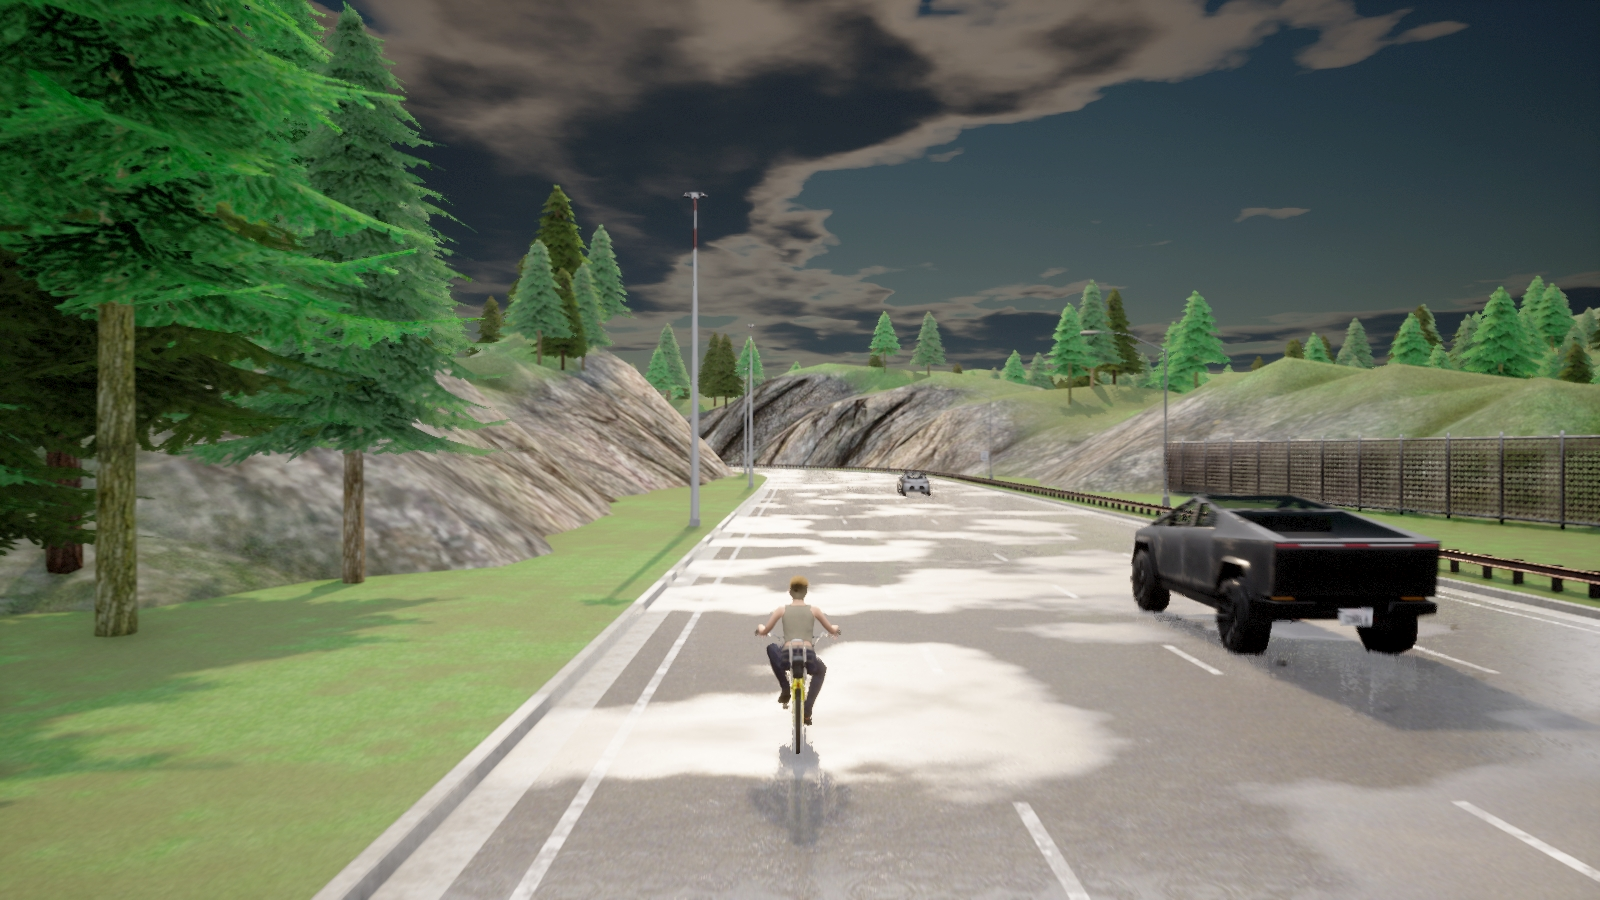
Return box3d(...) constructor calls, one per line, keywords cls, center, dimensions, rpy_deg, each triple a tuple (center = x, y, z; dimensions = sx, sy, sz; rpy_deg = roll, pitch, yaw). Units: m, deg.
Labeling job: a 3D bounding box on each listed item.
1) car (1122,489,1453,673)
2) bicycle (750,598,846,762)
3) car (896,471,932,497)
box3d(cls="car", center=(7.007, 1.755, 17.485), dimensions=(2.390, 2.098, 6.274), rpy_deg=(0, 0, 0))
box3d(cls="bicycle", center=(-0.015, 2.159, 10.986), dimensions=(0.859, 1.276, 1.487), rpy_deg=(0, 0, 0))
box3d(cls="car", center=(7.051, 2.072, 70.986), dimensions=(1.816, 1.474, 4.193), rpy_deg=(0, 0, 0))
